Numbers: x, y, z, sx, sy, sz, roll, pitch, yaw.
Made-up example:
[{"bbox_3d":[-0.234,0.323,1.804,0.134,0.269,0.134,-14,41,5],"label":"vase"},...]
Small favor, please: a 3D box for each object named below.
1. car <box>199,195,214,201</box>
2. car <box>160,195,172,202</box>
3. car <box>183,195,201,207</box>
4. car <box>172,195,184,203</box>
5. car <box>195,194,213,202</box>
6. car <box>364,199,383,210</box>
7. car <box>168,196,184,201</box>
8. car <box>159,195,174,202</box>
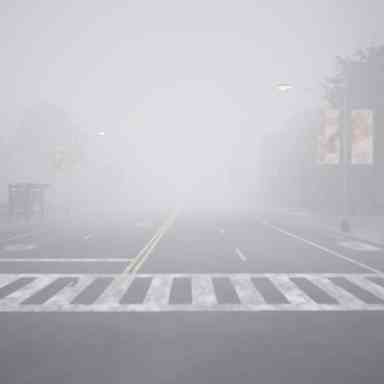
[{"bbox_3d":[3.817,1.553,88.610,1.882,1.535,5.008,0,0,30],"label":"car"},{"bbox_3d":[-5.251,1.591,76.005,2.128,1.511,4.902,0,0,13],"label":"car"},{"bbox_3d":[0.051,1.594,52.800,2.033,1.411,5.357,0,0,1],"label":"car"},{"bbox_3d":[-2.183,1.419,73.867,2.097,1.767,4.553,0,0,13],"label":"car"},{"bbox_3d":[3.017,1.424,78.983,2.097,1.767,4.553,0,0,21],"label":"car"},{"bbox_3d":[23.635,1.514,40.472,5.008,1.535,1.882,0,0,0],"label":"car"},{"bbox_3d":[-4.220,1.671,87.838,1.895,1.301,4.718,0,0,30],"label":"car"},{"bbox_3d":[-6.385,1.591,82.532,2.002,1.452,4.674,0,0,20],"label":"car"}]
